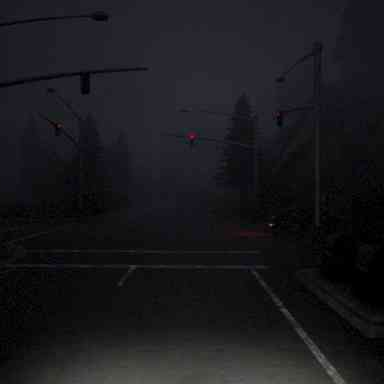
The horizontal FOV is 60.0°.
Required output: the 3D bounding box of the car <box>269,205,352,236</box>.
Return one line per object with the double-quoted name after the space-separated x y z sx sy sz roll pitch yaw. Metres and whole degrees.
6.643 1.505 17.908 4.892 1.490 1.837 0 0 -1 "car"
